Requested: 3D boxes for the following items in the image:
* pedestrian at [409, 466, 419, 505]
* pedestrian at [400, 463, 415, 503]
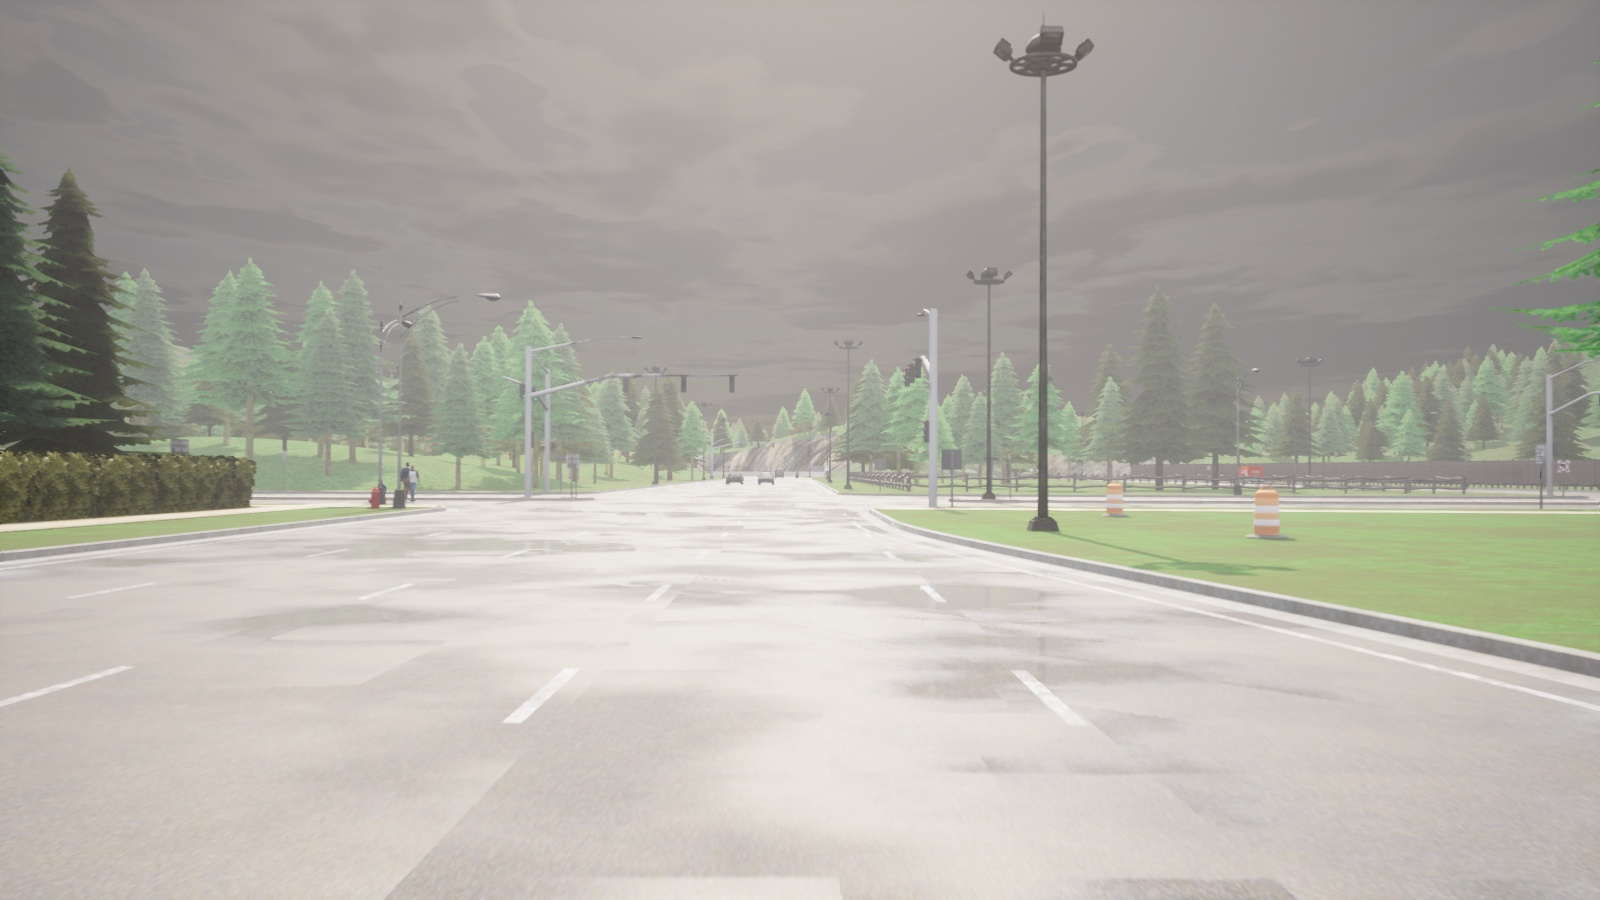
[{"bbox_3d":[-18.339,1.675,59.606,0.354,1.836,0.706,0,-1,-8],"label":"pedestrian"},{"bbox_3d":[-19.119,1.606,61.160,0.423,1.949,0.788,0,-1,3],"label":"pedestrian"}]
